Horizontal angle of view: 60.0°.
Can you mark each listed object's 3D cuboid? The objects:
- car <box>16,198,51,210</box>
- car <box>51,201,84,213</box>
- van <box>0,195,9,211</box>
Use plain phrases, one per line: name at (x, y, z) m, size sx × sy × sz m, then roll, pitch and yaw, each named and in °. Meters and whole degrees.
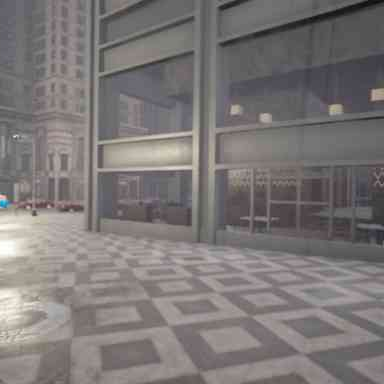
car at (-19.952, 1.497, 42.403) m, size 1.887 × 1.381 × 4.507 m, roll 1°, pitch 0°, yaw 35°
car at (-12.981, 1.654, 37.446) m, size 1.887 × 1.381 × 4.507 m, roll 1°, pitch 0°, yaw 35°
van at (-23.142, 1.273, 37.893) m, size 1.690 × 1.788 × 3.998 m, roll 1°, pitch 0°, yaw 35°
